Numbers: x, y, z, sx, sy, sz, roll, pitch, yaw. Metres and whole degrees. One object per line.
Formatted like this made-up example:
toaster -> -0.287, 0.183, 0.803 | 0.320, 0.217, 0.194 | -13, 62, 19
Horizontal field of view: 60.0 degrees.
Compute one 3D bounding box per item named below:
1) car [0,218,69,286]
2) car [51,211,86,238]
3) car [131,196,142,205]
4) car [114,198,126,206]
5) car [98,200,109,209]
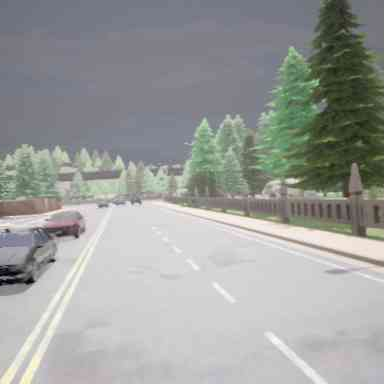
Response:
car -> -5.526, 1.863, 10.533 | 2.033, 1.411, 5.357 | -3, 0, -12
car -> -7.600, 1.904, 20.147 | 1.882, 1.535, 5.008 | -3, 0, -12
car -> -13.013, 1.892, 77.883 | 2.150, 2.045, 5.566 | -3, 0, -4
car -> -15.748, 2.219, 73.944 | 2.033, 1.411, 5.357 | -3, 0, -12
car -> -17.653, 2.440, 66.333 | 1.882, 1.535, 5.008 | -3, 0, -12
